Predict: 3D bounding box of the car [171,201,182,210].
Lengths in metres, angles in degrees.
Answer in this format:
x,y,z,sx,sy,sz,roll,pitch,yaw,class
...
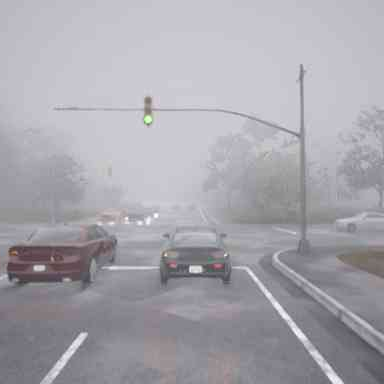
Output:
x,y,z,sx,sy,sz,roll,pitch,yaw,class
-3.518,3.186,73.605,1.895,1.301,4.718,0,0,0,car

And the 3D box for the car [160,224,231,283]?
x,y,z,sx,sy,sz,roll,pitch,yaw,class
0.091,1.691,10.025,1.812,1.442,4.674,0,-2,0,car

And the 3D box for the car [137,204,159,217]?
x,y,z,sx,sy,sz,roll,pitch,yaw,class
-7.098,3.129,53.278,2.128,1.511,4.902,0,-1,0,car

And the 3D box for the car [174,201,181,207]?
x,y,z,sx,sy,sz,roll,pitch,yaw,class
-3.621,3.036,83.516,1.812,1.442,4.674,0,0,-3,car

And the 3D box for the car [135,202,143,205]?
x,y,z,sx,sy,sz,roll,pitch,yaw,class
-10.537,2.891,63.197,2.150,2.045,5.566,0,0,0,car

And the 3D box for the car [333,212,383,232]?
x,y,z,sx,sy,sz,roll,pitch,yaw,class
13.240,2.272,25.316,4.674,1.442,1.812,0,-2,-1,car

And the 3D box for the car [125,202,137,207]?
x,y,z,sx,sy,sz,roll,pitch,yaw,class
-10.597,2.980,52.537,2.097,1.767,4.553,0,-1,0,car

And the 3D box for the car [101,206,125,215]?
x,y,z,sx,sy,sz,roll,pitch,yaw,class
-10.608,2.925,43.677,1.882,1.535,5.008,0,-2,0,car

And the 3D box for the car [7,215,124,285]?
x,y,z,sx,sy,sz,roll,pitch,yaw,class
-3.534,1.643,10.013,1.882,1.535,5.008,0,-2,-2,car

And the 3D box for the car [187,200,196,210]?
x,y,z,sx,sy,sz,roll,pitch,yaw,class
-0.018,3.134,73.901,1.994,1.385,4.181,0,0,0,car

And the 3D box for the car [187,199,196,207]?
x,y,z,sx,sy,sz,roll,pitch,yaw,class
-0.113,2.702,83.634,2.097,1.767,4.553,0,0,-3,car

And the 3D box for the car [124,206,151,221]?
x,y,z,sx,sy,sz,roll,pitch,yaw,class
-7.097,2.928,43.807,1.882,1.535,5.008,0,-2,1,car

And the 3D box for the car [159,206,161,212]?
x,y,z,sx,sy,sz,roll,pitch,yaw,class
-7.037,3.162,63.335,2.128,1.511,4.902,0,0,1,car
